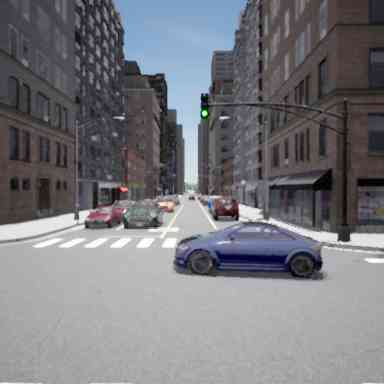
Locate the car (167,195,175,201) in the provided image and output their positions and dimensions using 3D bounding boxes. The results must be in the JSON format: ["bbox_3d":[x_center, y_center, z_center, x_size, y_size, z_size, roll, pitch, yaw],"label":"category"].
[{"bbox_3d":[-5.833,1.566,93.654,1.967,1.590,4.097,-1,0,0],"label":"car"}]

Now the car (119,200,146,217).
[{"bbox_3d":[-5.793,1.543,32.927,1.752,1.417,4.829,-1,0,0],"label":"car"}]

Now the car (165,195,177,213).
[{"bbox_3d":[-3.115,1.374,37.500,2.097,1.767,4.553,0,0,0],"label":"car"}]

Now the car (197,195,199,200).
[{"bbox_3d":[2.705,1.519,71.639,1.967,1.590,4.097,-1,0,0],"label":"car"}]

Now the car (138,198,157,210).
[{"bbox_3d":[-5.800,1.556,43.938,1.752,1.417,4.829,-1,0,0],"label":"car"}]

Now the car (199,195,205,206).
[{"bbox_3d":[2.718,1.599,55.123,2.008,1.369,4.403,-1,0,0],"label":"car"}]

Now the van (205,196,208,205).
[{"bbox_3d":[2.726,1.365,38.608,1.690,1.788,3.998,-1,0,0],"label":"van"}]

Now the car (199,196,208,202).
[{"bbox_3d":[2.704,1.635,77.144,1.887,1.381,4.507,-1,0,0],"label":"car"}]

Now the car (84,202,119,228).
[{"bbox_3d":[-5.785,1.590,22.088,1.802,1.307,4.206,-1,0,0],"label":"car"}]

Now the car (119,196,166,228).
[{"bbox_3d":[-3.112,1.361,21.859,2.097,1.767,4.553,0,0,0],"label":"car"}]

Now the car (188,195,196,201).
[{"bbox_3d":[-0.057,1.636,89.730,1.812,1.442,4.674,0,0,0],"label":"car"}]

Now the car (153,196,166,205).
[{"bbox_3d":[-5.812,1.497,60.623,1.967,1.590,4.097,-1,0,0],"label":"car"}]

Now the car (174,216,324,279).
[{"bbox_3d":[1.585,1.575,9.743,4.181,1.385,1.994,0,1,6],"label":"car"}]

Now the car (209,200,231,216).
[{"bbox_3d":[2.732,1.544,33.274,1.752,1.417,4.829,-1,0,0],"label":"car"}]

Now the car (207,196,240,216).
[{"bbox_3d":[2.733,1.328,27.599,2.192,1.841,5.009,-1,0,0],"label":"car"}]

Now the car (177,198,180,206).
[{"bbox_3d":[-3.037,1.618,56.772,1.994,1.385,4.181,0,0,0],"label":"car"}]

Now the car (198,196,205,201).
[{"bbox_3d":[2.693,1.692,93.659,1.947,1.339,4.313,-1,0,0],"label":"car"}]

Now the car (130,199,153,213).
[{"bbox_3d":[-5.796,1.589,38.602,1.947,1.339,4.313,-1,0,0],"label":"car"}]
